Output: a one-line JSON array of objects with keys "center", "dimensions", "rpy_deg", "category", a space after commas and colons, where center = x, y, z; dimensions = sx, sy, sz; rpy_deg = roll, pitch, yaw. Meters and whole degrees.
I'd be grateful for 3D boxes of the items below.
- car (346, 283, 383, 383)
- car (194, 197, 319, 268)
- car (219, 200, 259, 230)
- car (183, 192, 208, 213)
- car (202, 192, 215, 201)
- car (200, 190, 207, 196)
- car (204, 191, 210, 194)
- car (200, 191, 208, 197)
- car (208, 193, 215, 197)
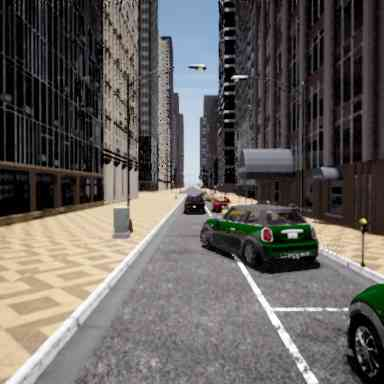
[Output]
[{"center": [2.999, 1.319, 2.377], "dimensions": [2.097, 1.767, 4.553], "rpy_deg": [0, 1, 0], "category": "car"}, {"center": [1.984, 1.197, 11.126], "dimensions": [2.097, 1.767, 4.553], "rpy_deg": [0, 1, -22], "category": "car"}, {"center": [2.659, 1.249, 19.997], "dimensions": [1.752, 1.417, 4.829], "rpy_deg": [0, 1, 0], "category": "car"}, {"center": [0.231, 1.053, 30.658], "dimensions": [1.882, 1.535, 5.008], "rpy_deg": [0, 1, 0], "category": "car"}, {"center": [2.844, 0.734, 58.683], "dimensions": [2.008, 1.369, 4.403], "rpy_deg": [0, 1, 0], "category": "car"}, {"center": [2.977, 0.310, 86.606], "dimensions": [1.752, 1.417, 4.829], "rpy_deg": [0, 1, 0], "category": "car"}, {"center": [2.818, 0.785, 53.302], "dimensions": [1.752, 1.417, 4.829], "rpy_deg": [0, 1, 0], "category": "car"}, {"center": [2.950, 0.412, 80.885], "dimensions": [1.887, 1.381, 4.507], "rpy_deg": [0, 1, 0], "category": "car"}, {"center": [2.711, 1.117, 30.929], "dimensions": [1.887, 1.381, 4.507], "rpy_deg": [0, 1, 0], "category": "car"}]
